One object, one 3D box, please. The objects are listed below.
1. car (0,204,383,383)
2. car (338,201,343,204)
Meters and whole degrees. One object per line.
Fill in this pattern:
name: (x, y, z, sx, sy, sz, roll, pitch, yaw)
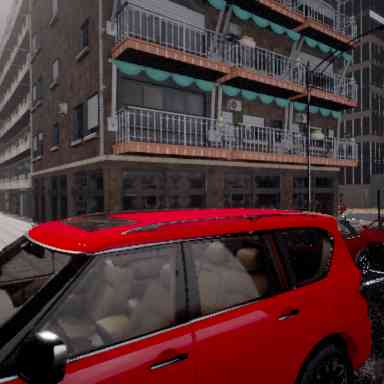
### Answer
car: (-0.651, 1.221, 2.911, 5.566, 2.045, 2.150, 0, 0, -35)
car: (16.498, 1.746, 40.603, 1.967, 1.590, 4.097, -2, 0, -36)
